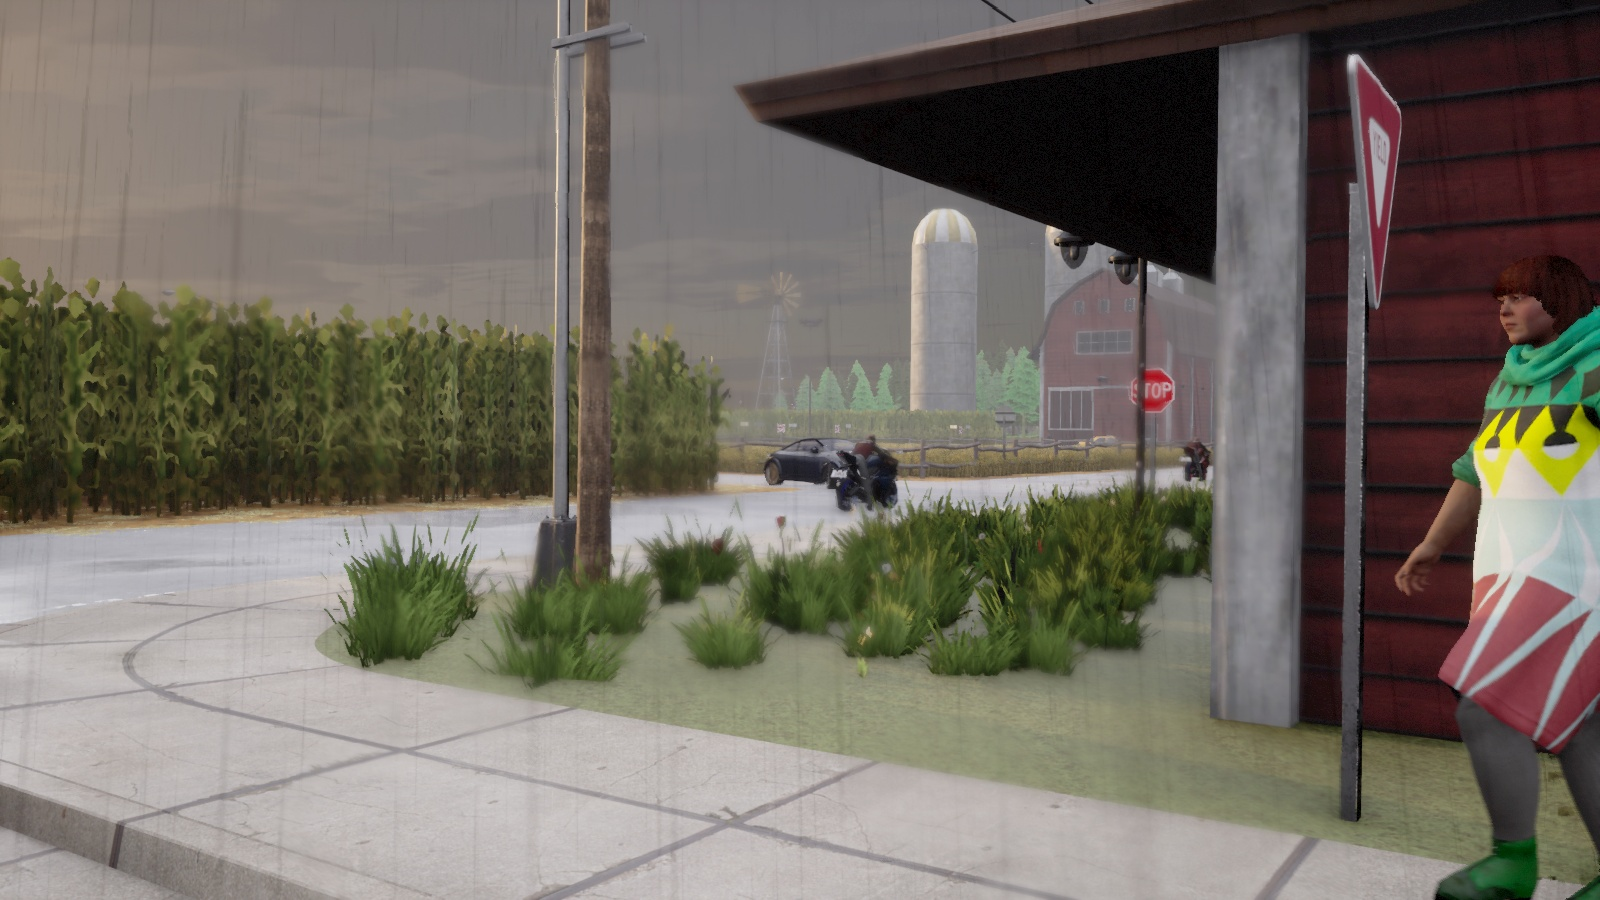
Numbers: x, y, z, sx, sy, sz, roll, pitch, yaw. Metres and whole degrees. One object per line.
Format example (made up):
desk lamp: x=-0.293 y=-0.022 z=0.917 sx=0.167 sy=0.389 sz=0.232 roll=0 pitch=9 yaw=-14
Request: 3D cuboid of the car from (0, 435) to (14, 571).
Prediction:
car: x=-11.008 y=0.626 z=12.916 sx=2.007 sy=1.525 sz=4.514 roll=0 pitch=1 yaw=34

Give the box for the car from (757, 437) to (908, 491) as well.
car: x=0.844 y=0.337 z=34.912 sx=1.994 sy=1.385 sz=4.181 roll=-1 pitch=1 yaw=-38

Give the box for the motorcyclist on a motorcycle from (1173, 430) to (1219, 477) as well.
motorcyclist on a motorcycle: x=13.322 y=0.097 z=42.181 sx=0.866 sy=1.530 sz=2.191 roll=0 pitch=1 yaw=34

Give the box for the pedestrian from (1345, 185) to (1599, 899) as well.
pedestrian: x=2.038 y=0.329 z=3.376 sx=0.873 sy=1.952 sz=0.659 roll=0 pitch=1 yaw=3

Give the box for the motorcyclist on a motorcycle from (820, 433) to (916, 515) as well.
motorcyclist on a motorcycle: x=1.372 y=0.443 z=24.772 sx=0.866 sy=1.530 sz=2.191 roll=0 pitch=1 yaw=35
